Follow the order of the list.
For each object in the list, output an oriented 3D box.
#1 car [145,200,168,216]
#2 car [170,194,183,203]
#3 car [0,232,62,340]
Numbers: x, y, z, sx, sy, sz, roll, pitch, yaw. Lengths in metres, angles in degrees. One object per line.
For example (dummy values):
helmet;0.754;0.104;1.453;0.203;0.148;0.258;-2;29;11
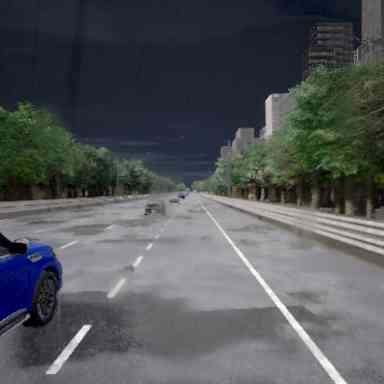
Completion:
car;-3.492;1.531;32.959;1.837;1.490;4.892;0;0;0
car;-3.486;1.670;68.615;1.895;1.301;4.718;0;0;0
car;-3.496;1.222;3.855;2.150;2.045;5.566;0;0;0
